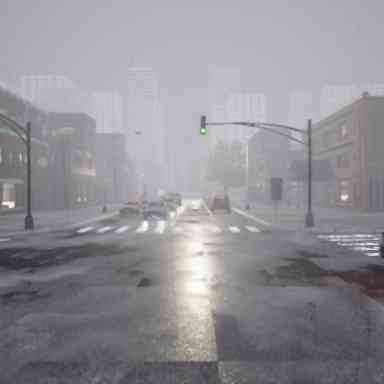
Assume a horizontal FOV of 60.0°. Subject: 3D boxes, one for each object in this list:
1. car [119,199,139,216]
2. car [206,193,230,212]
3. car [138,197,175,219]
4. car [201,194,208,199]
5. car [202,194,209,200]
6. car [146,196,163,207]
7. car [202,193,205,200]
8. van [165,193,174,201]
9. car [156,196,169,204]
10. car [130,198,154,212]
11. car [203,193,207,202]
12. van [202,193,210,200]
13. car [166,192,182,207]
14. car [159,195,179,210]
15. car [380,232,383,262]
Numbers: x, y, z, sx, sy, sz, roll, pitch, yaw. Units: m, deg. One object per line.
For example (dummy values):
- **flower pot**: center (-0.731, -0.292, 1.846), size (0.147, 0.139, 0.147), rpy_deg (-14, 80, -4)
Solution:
- **car**: center (-5.496, 1.420, 30.757), size (1.887, 1.381, 4.507), rpy_deg (0, 0, 0)
- **car**: center (3.020, 1.149, 36.204), size (2.192, 1.841, 5.009), rpy_deg (0, 0, 0)
- **car**: center (-2.836, 1.429, 27.696), size (2.033, 1.411, 5.357), rpy_deg (0, 0, 1)
- **car**: center (3.494, 1.238, 91.456), size (1.802, 1.307, 4.206), rpy_deg (0, 0, 0)
- **car**: center (3.448, 1.196, 86.101), size (1.752, 1.417, 4.829), rpy_deg (0, 0, 0)
- **car**: center (-5.267, 1.337, 47.157), size (1.752, 1.417, 4.829), rpy_deg (0, 0, 0)
- **car**: center (3.209, 1.304, 58.306), size (2.008, 1.369, 4.403), rpy_deg (0, 0, 0)
- **van**: center (-5.028, 1.061, 74.952), size (1.690, 1.788, 3.998), rpy_deg (0, 0, 0)
- **car**: center (-5.170, 1.353, 58.378), size (1.802, 1.307, 4.206), rpy_deg (0, 0, 0)
- **car**: center (-5.360, 1.419, 36.277), size (1.947, 1.339, 4.313), rpy_deg (0, 0, 0)
- **car**: center (3.162, 1.338, 52.781), size (1.947, 1.339, 4.313), rpy_deg (0, 0, 0)
- **van**: center (3.399, 1.027, 80.406), size (1.690, 1.788, 3.998), rpy_deg (0, 0, 0)
- **car**: center (-2.573, 1.025, 47.742), size (2.150, 2.045, 5.566), rpy_deg (0, 0, 0)
- **car**: center (-2.731, 1.370, 37.139), size (1.812, 1.442, 4.674), rpy_deg (0, 0, 1)
- **car**: center (7.584, 1.325, 8.959), size (5.008, 1.535, 1.882), rpy_deg (-1, -1, -14)
